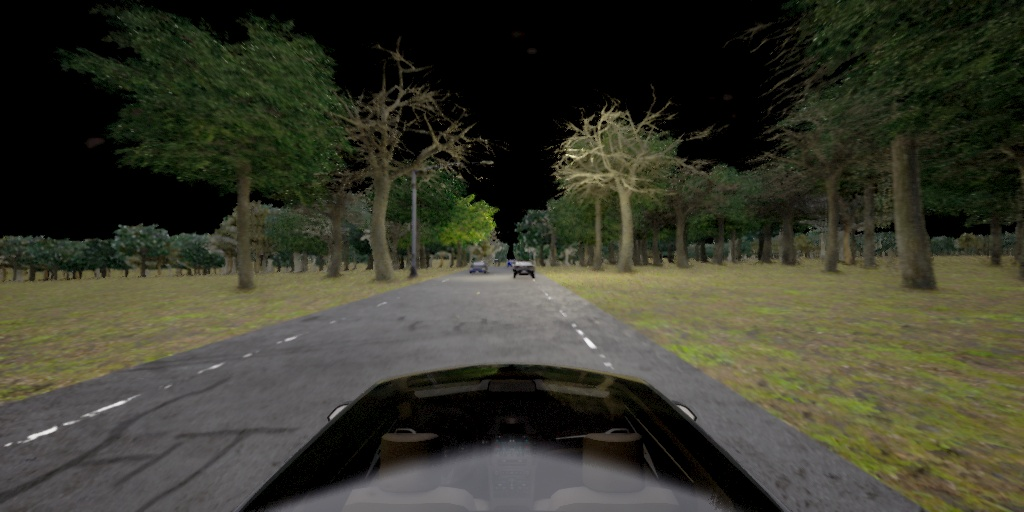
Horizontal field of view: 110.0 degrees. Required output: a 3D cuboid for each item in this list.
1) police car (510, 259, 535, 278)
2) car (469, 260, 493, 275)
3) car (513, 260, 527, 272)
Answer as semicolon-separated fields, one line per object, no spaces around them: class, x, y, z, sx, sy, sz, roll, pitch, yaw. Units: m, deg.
police car;1.045;1.133;32.946;1.930;1.638;5.238;0;0;0
car;-3.577;1.282;39.709;2.033;1.411;5.357;0;0;0
car;1.042;1.317;48.838;1.812;1.442;4.674;0;0;0
